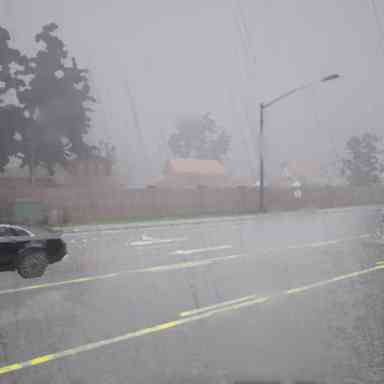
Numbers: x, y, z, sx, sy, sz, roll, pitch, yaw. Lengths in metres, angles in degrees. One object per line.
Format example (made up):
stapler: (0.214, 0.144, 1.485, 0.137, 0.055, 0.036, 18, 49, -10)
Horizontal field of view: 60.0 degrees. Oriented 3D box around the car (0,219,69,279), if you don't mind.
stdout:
car: (-5.751, 1.492, 8.488, 4.902, 1.511, 2.128, 0, 0, -36)
